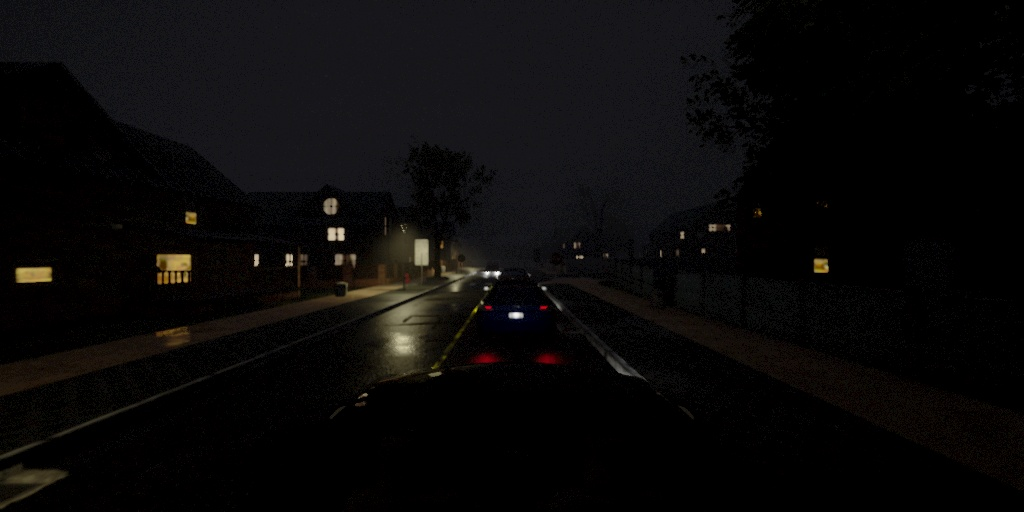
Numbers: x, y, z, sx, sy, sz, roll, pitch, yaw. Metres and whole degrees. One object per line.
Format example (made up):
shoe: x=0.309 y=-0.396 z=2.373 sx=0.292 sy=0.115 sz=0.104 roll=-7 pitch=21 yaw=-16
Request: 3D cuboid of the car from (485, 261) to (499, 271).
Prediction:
car: x=-2.864 y=1.571 z=52.144 sx=1.895 sy=1.301 sz=4.718 roll=0 pitch=0 yaw=0

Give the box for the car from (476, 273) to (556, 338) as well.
car: x=0.095 y=1.357 z=10.317 sx=1.994 sy=1.385 sz=4.181 roll=0 pitch=0 yaw=0

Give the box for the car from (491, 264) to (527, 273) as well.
car: x=0.122 y=1.389 z=20.846 sx=2.033 sy=1.411 sz=5.357 roll=0 pitch=0 yaw=1
